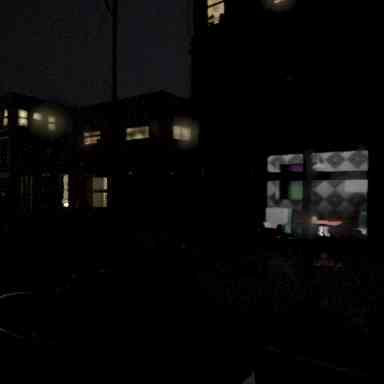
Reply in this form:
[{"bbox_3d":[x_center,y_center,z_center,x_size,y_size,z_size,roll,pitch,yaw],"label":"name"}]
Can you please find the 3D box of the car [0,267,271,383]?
[{"bbox_3d":[-1.276,1.568,3.774,4.313,1.339,1.947,0,1,36],"label":"car"}]
